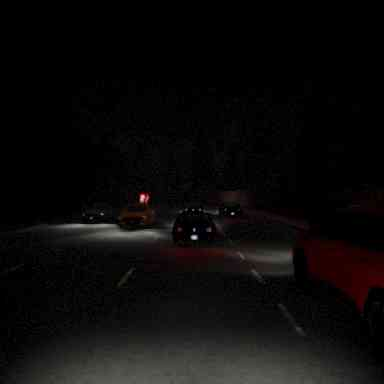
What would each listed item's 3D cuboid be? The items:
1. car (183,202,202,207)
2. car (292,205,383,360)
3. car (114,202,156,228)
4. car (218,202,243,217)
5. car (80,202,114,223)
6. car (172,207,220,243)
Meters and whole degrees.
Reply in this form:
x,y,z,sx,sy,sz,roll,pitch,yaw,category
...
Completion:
x,y,z,sx,sy,sz,roll,pitch,yaw,category
0.074,1.624,31.772,1.895,1.301,4.718,0,0,-1,car
3.579,1.228,5.978,2.150,2.045,5.566,0,0,0,car
-3.597,1.494,22.450,1.882,1.535,5.008,0,0,0,car
3.573,1.624,31.772,1.895,1.301,4.718,0,0,-1,car
-7.076,1.544,25.677,1.812,1.442,4.674,0,0,0,car
0.101,1.613,16.205,1.895,1.301,4.718,0,0,0,car
